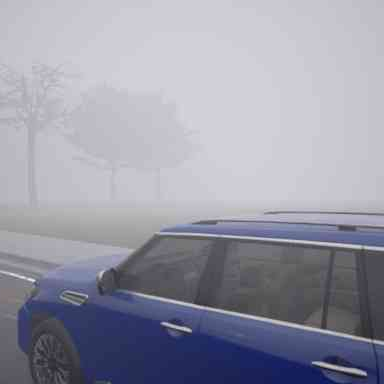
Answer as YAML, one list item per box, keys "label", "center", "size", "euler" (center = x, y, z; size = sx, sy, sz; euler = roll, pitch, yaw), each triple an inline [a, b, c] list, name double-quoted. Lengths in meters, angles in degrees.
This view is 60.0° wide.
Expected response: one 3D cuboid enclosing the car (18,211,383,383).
- label: "car"
  center: [0.568, 1.221, 3.286]
  size: [5.566, 2.045, 2.150]
  euler: [0, 0, 35]
